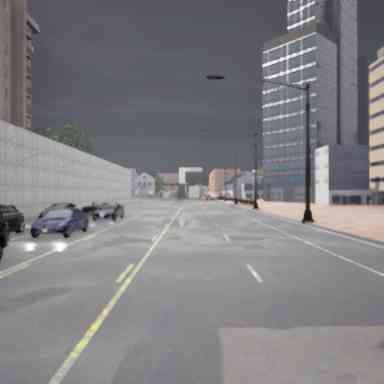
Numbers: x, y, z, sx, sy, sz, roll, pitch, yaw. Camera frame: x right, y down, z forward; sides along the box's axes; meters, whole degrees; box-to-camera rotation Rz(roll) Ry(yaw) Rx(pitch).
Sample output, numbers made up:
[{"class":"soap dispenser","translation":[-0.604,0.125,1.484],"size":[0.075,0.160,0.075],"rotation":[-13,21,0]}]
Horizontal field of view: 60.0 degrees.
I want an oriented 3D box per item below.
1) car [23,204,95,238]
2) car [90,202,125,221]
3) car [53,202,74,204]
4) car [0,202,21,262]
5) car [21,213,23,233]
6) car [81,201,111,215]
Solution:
[{"class":"car","translation":[-7.103,1.604,18.375],"size":[1.812,1.442,4.674],"rotation":[0,0,0]},{"class":"car","translation":[-7.097,1.613,28.718],"size":[2.128,1.511,4.902],"rotation":[0,0,0]},{"class":"car","translation":[-10.599,1.620,26.989],"size":[1.837,1.490,4.892],"rotation":[0,0,0]},{"class":"car","translation":[-7.098,1.260,8.736],"size":[2.150,2.045,5.566],"rotation":[0,0,0]},{"class":"car","translation":[-10.604,1.426,17.172],"size":[2.097,1.767,4.553],"rotation":[0,0,0]},{"class":"car","translation":[-10.563,1.758,37.049],"size":[1.895,1.301,4.718],"rotation":[0,0,0]}]
